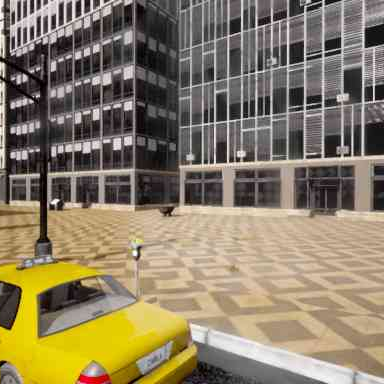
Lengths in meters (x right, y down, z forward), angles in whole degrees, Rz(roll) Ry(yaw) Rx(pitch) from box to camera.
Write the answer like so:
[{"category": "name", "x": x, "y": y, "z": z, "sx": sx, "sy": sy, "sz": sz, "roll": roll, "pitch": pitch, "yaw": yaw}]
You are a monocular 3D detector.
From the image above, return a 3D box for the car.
[{"category": "car", "x": -2.218, "y": 1.525, "z": 4.472, "sx": 4.829, "sy": 1.417, "sz": 1.752, "roll": 0, "pitch": 0, "yaw": 36}]
